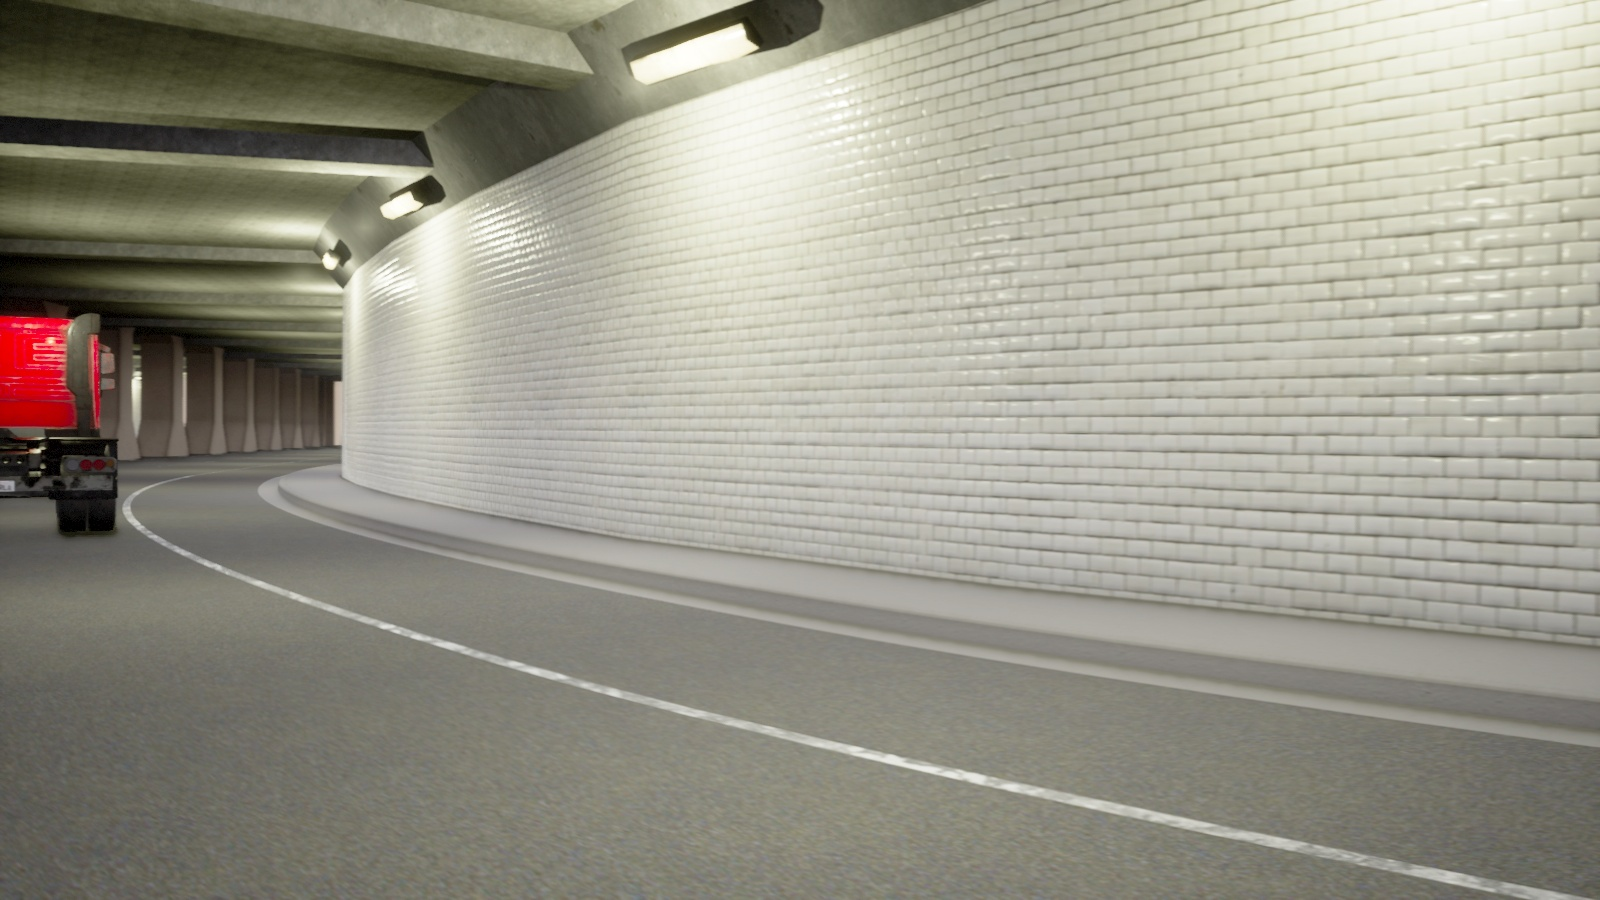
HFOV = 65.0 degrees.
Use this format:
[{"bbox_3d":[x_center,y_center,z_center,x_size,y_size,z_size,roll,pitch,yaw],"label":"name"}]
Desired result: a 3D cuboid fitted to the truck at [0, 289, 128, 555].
[{"bbox_3d":[-12.494,-0.394,19.725,2.891,3.462,7.936,-1,1,-32],"label":"truck"}]
